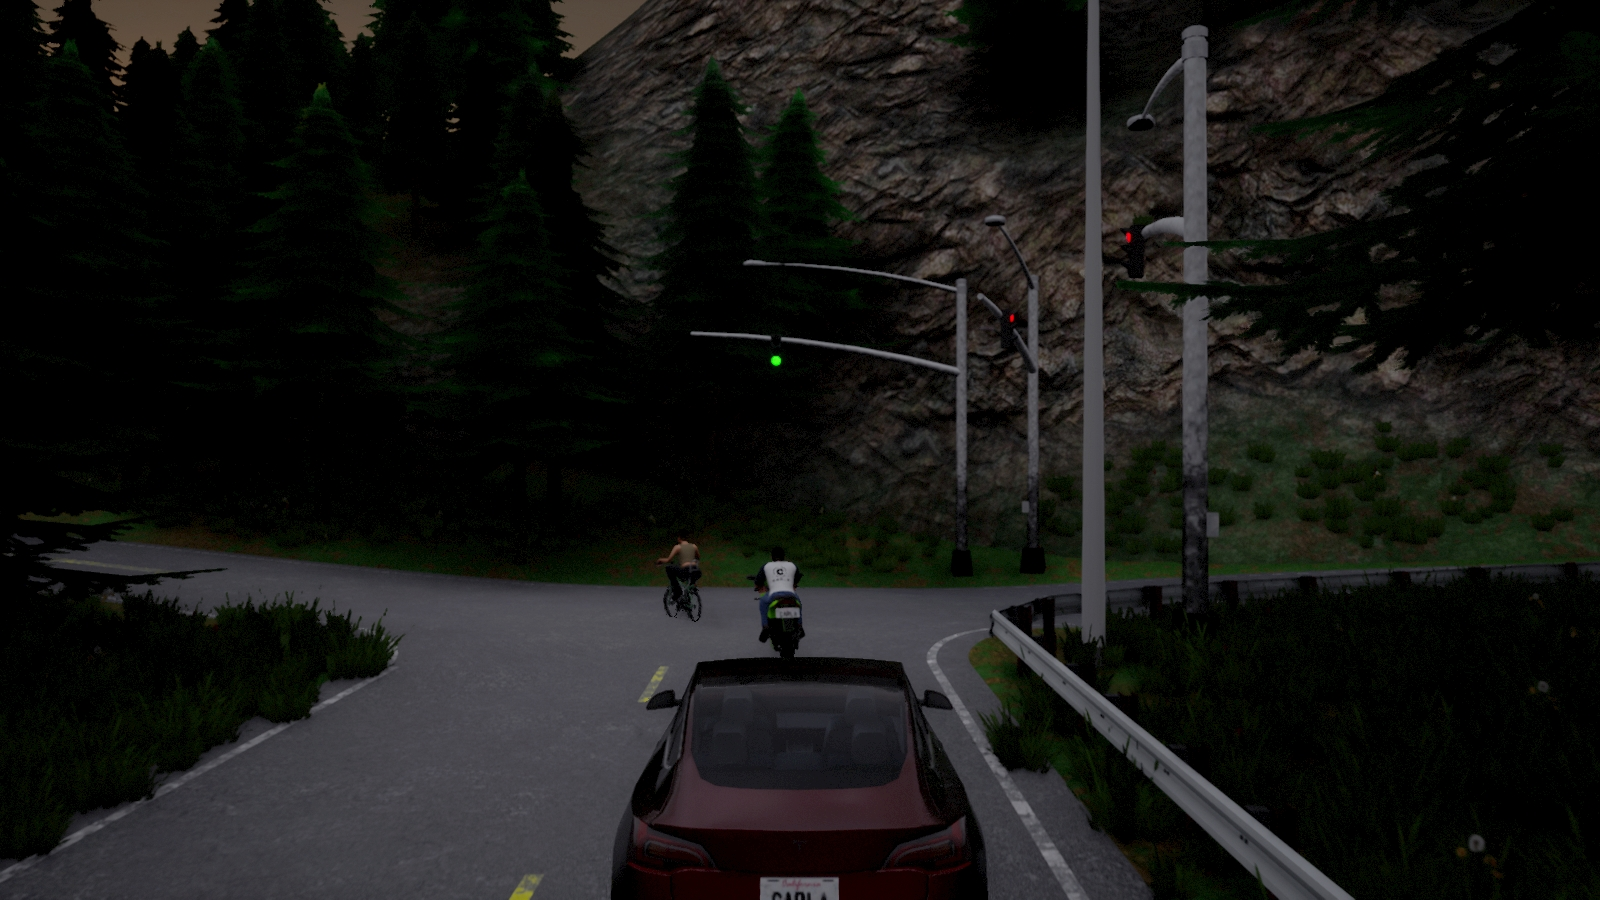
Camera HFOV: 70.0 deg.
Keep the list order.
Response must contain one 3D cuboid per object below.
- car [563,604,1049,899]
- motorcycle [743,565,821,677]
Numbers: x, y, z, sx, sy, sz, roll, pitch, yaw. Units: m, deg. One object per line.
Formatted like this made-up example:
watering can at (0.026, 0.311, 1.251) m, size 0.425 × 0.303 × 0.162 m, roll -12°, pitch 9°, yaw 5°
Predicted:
car at (0.026, 2.069, 7.474) m, size 2.163 × 1.488 × 4.792 m, roll 0°, pitch 0°, yaw 0°
motorcycle at (-0.278, 2.225, 15.194) m, size 0.803 × 1.145 × 2.033 m, roll -1°, pitch 0°, yaw -7°
